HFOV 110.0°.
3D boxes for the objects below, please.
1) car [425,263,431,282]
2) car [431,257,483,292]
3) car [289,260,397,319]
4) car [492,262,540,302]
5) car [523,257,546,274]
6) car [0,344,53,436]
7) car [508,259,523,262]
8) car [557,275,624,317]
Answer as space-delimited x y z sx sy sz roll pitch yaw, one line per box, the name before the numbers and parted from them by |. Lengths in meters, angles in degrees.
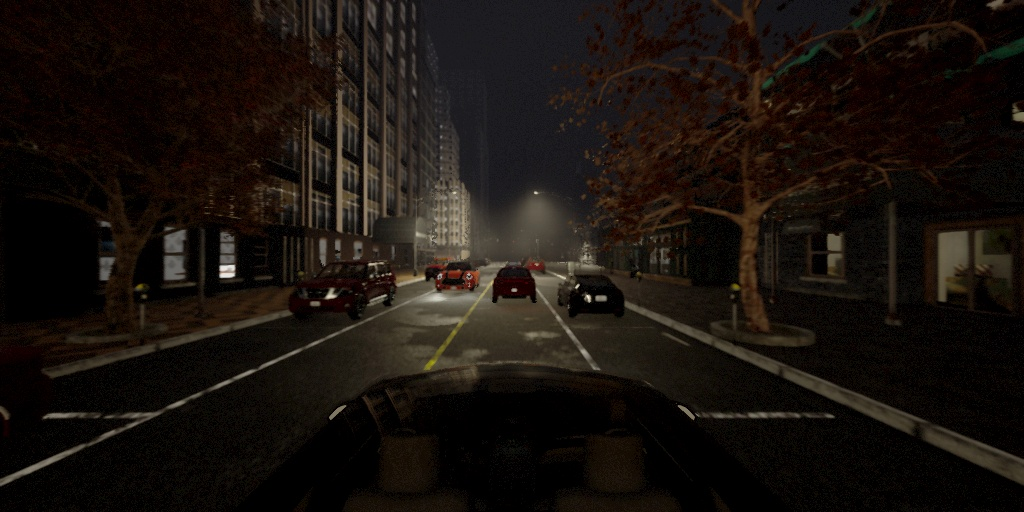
car | -5.705 1.066 29.495 2.192 1.841 5.009 0 0 0
car | -3.087 1.101 21.181 2.097 1.767 4.553 0 0 0
car | -5.696 1.064 12.884 2.192 1.841 5.009 0 0 0
car | 0.092 1.227 17.061 1.882 1.535 5.008 0 0 0
car | 2.670 1.069 40.572 2.192 1.841 5.009 0 0 0
car | -5.691 1.295 1.810 1.888 1.381 4.507 0 0 0
car | 0.079 1.319 42.015 1.994 1.385 4.181 0 0 0
car | 2.684 1.315 12.887 1.948 1.339 4.313 0 0 0
